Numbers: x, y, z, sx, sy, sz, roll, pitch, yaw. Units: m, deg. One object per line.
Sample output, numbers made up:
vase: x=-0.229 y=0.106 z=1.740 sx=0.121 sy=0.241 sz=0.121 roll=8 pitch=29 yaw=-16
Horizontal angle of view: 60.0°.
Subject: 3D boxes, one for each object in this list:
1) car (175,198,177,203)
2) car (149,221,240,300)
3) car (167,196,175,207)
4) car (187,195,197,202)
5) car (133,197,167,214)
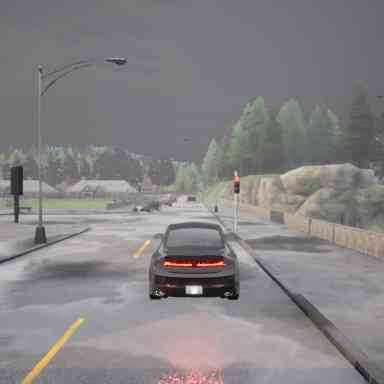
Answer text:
car: x=-4.052 y=1.563 z=66.726 sx=1.994 sy=1.385 sz=4.181 roll=0 pitch=0 yaw=0
car: x=0.057 y=1.505 z=8.381 sx=1.837 sy=1.490 sz=4.892 roll=0 pitch=0 yaw=0
car: x=-4.118 y=1.526 z=51.538 sx=1.812 sy=1.442 sz=4.674 roll=0 pitch=0 yaw=0
car: x=-0.032 y=1.324 z=70.999 sx=1.882 sy=1.535 sz=5.008 roll=0 pitch=0 yaw=0
car: x=-4.760 y=1.492 z=36.019 sx=2.128 sy=1.511 sz=4.902 roll=0 pitch=0 yaw=13
